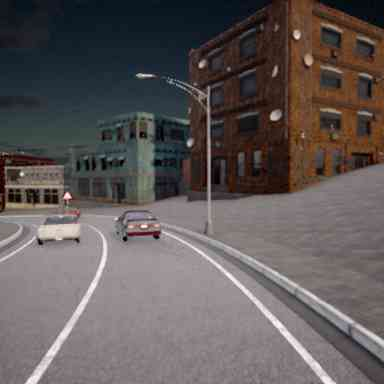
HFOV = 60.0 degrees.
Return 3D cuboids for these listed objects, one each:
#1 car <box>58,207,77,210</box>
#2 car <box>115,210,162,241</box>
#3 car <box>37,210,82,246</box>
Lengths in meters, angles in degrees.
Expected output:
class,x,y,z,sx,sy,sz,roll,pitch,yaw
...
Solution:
class,x,y,z,sx,sy,sz,roll,pitch,yaw
car,-14.657,2.403,38.713,1.895,1.301,4.718,-2,-1,-40
car,-2.974,1.671,17.729,2.033,1.411,5.357,-1,-1,-18
car,-6.516,1.793,16.656,1.895,1.301,4.718,-1,-1,-19
